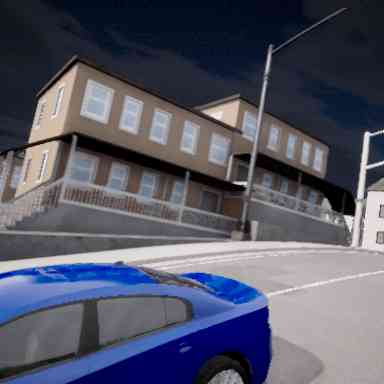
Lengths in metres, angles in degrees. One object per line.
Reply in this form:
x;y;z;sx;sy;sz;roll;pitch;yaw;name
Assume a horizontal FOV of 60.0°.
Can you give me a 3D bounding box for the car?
-1.433;1.479;2.964;5.008;1.535;1.882;0;0;-35;car
